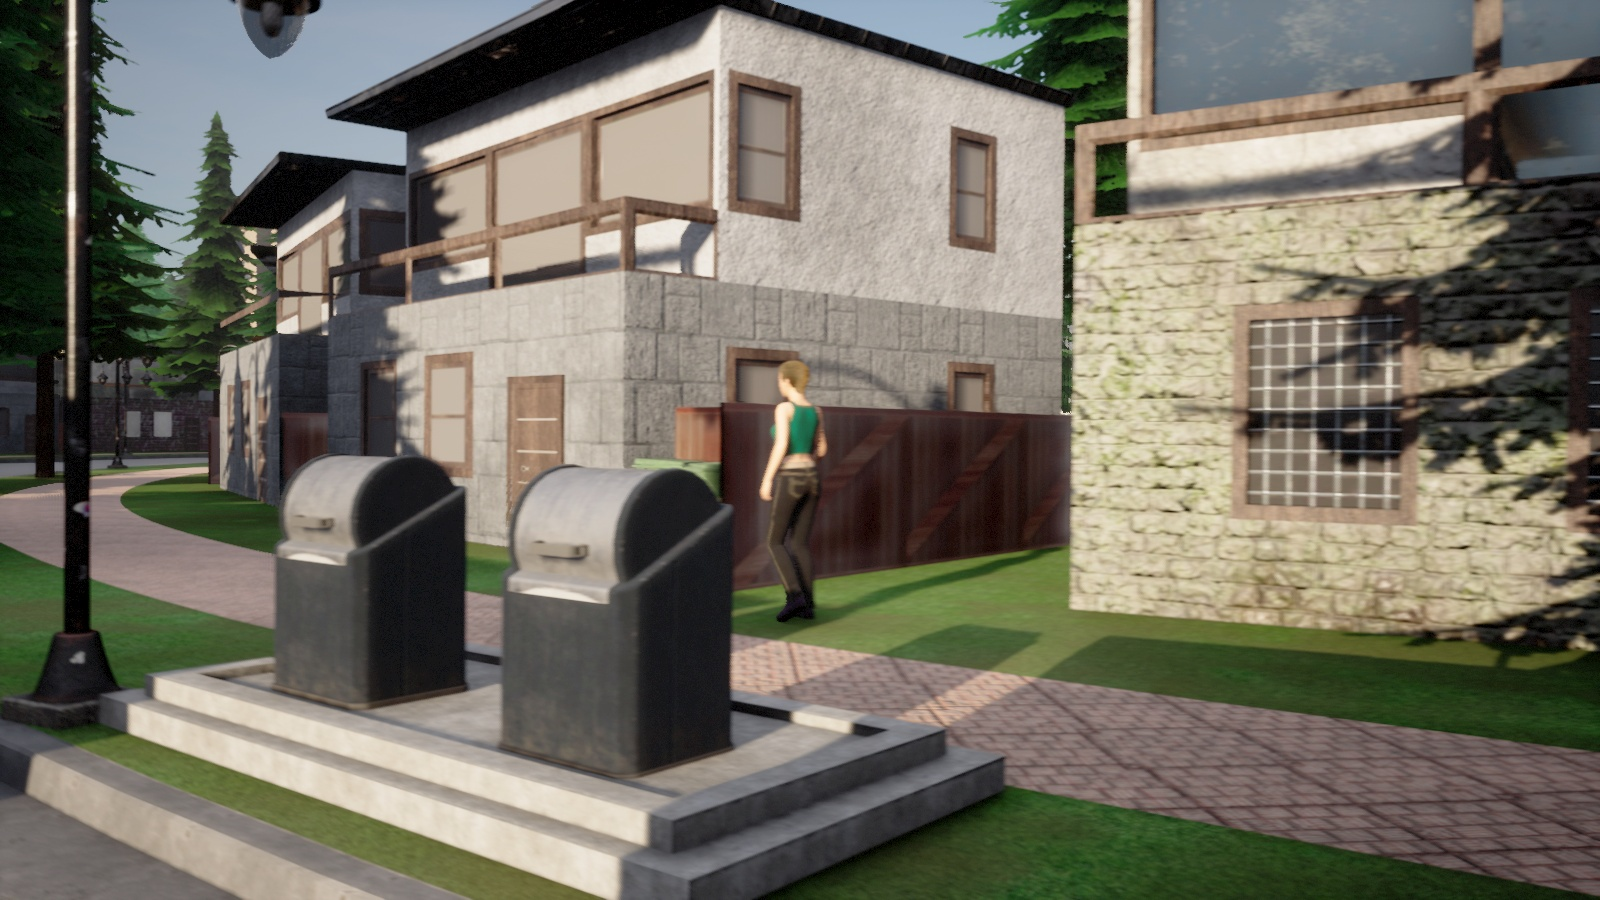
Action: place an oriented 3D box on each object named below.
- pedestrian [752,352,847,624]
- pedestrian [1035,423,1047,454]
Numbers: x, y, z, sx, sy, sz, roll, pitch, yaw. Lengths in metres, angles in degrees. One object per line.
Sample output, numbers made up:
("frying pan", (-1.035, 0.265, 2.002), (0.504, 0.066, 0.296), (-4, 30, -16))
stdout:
("pedestrian", (-0.007, 0.252, 8.797), (0.345, 1.836, 0.594), (-1, 1, -40))
("pedestrian", (14.623, -0.700, 76.192), (0.634, 1.846, 0.331), (0, 1, 27))
